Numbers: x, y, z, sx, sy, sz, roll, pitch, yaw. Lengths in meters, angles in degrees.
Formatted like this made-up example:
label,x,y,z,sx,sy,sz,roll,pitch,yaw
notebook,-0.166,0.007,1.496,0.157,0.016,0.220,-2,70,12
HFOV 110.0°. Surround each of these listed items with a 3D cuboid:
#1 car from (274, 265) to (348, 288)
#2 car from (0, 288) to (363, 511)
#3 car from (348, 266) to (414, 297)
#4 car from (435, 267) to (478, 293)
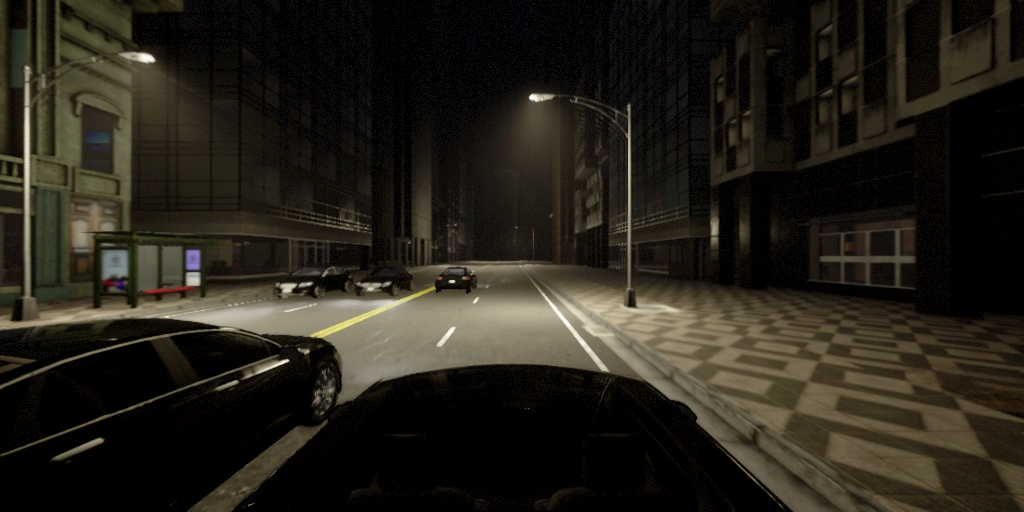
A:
label,x,y,z,sx,sy,sz,roll,pitch,yaw
car,-9.770,1.243,18.064,2.128,1.511,4.902,0,0,0
car,-3.151,1.255,2.827,1.837,1.490,4.892,0,0,0
car,-6.511,1.276,18.878,1.812,1.442,4.674,0,0,0
car,-3.147,1.314,20.854,1.994,1.385,4.181,0,0,0
